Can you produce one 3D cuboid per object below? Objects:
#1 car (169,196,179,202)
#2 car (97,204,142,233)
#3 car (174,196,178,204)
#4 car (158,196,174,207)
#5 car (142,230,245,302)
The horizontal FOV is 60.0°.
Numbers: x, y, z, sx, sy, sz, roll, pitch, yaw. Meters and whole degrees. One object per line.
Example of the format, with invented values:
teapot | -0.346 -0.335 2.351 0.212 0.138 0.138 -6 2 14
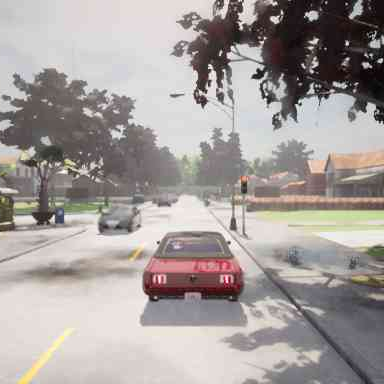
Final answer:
car | -4.085 1.532 75.372 2.033 1.411 5.357 0 0 0
car | -4.122 1.490 19.594 2.128 1.511 4.902 0 0 0
car | -4.125 1.560 63.143 1.994 1.385 4.181 0 0 0
car | -4.154 1.597 50.852 1.895 1.301 4.718 0 0 0
car | 0.042 1.600 8.226 1.895 1.301 4.718 0 0 1
